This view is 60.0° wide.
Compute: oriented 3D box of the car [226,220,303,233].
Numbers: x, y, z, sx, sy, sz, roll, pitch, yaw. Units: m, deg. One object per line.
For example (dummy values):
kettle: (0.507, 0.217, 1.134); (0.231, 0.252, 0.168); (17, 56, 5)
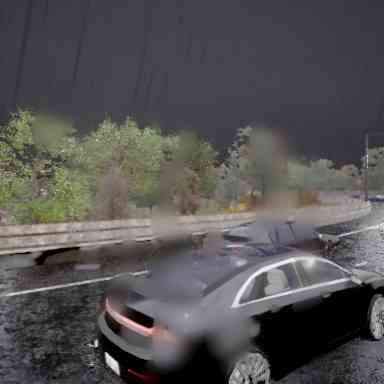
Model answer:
car: (2.665, 1.596, 10.516); (5.357, 1.411, 2.033); (0, 0, -40)

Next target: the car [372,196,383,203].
car: (42.948, 1.681, 77.300); (1.882, 1.535, 5.008); (0, 0, 6)

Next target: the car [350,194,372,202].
car: (39.479, 1.707, 77.757); (1.837, 1.490, 4.892); (0, 0, 6)

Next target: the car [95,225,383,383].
car: (1.118, 1.515, 4.840); (4.902, 1.511, 2.128); (0, 0, -38)
